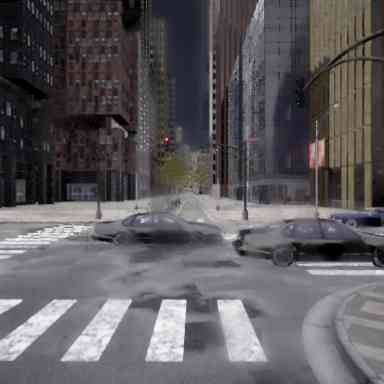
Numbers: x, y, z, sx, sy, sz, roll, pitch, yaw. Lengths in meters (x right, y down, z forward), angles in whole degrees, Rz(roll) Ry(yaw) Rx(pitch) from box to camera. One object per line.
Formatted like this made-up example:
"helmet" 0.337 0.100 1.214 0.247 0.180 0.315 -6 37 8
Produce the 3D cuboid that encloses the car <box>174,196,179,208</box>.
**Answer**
"car" -3.168 1.523 42.222 2.128 1.511 4.902 0 0 0

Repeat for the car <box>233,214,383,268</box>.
"car" 4.042 1.563 10.751 5.357 1.411 2.033 0 0 0

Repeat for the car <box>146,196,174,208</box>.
"car" -3.159 1.376 32.171 2.097 1.767 4.553 0 0 0

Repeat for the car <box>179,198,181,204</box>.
"car" -3.135 1.545 52.408 1.837 1.490 4.892 0 0 0

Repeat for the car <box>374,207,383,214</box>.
"car" 13.042 1.246 17.431 5.566 2.045 2.150 0 0 0

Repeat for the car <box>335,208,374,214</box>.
"car" 11.058 1.619 20.686 4.718 1.301 1.895 0 0 0

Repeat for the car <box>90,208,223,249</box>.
"car" -1.429 1.557 14.012 5.357 1.411 2.033 0 0 0

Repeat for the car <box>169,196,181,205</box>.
"car" -3.171 1.527 62.785 1.882 1.535 5.008 0 0 0
